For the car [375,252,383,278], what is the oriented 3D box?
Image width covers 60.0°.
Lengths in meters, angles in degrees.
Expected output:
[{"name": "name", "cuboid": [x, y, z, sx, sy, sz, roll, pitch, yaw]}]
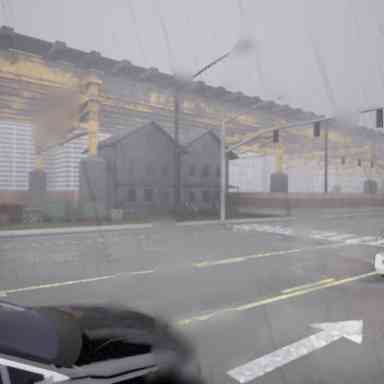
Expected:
[{"name": "car", "cuboid": [6.817, 1.718, 8.628, 4.718, 1.301, 1.895, 1, 0, -35]}]

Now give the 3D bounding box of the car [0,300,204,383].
[{"name": "car", "cuboid": [-2.119, 1.486, 2.235, 4.902, 1.511, 2.128, 1, 0, -35]}]
